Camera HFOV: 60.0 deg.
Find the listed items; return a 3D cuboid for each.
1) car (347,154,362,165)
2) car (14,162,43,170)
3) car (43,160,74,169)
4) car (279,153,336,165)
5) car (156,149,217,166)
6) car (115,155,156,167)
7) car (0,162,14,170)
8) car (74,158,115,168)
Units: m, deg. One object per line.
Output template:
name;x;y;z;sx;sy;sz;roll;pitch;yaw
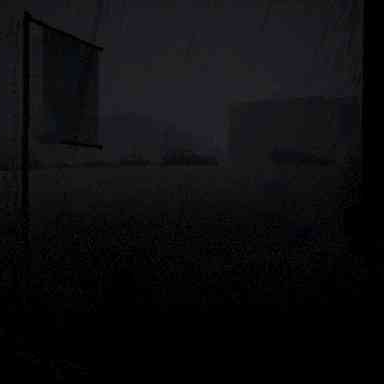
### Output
car;15.078;-2.468;26.784;4.674;1.452;2.002;2;1;21
car;-20.141;-3.185;42.904;4.792;1.488;2.163;1;0;29
car;-15.279;-3.120;40.291;4.674;1.452;2.002;1;0;28
car;9.908;-2.631;28.775;4.674;1.452;2.002;2;1;22
car;-0.274;-3.182;33.034;5.566;2.045;2.435;1;1;25
car;-5.372;-3.154;35.379;4.553;1.767;2.185;1;1;26
car;-25.132;-3.397;45.711;4.553;1.767;2.185;1;0;31
car;-10.450;-3.104;37.827;4.892;1.521;2.231;1;0;27
